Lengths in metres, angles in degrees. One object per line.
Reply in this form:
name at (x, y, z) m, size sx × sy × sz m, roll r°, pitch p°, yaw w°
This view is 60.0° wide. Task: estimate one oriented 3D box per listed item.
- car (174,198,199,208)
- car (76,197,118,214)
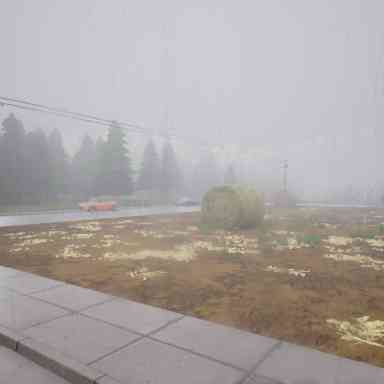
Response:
car at (-0.752, 1.552, 49.292) m, size 1.812 × 1.442 × 4.674 m, roll 0°, pitch 0°, yaw 37°
car at (-10.354, 1.378, 36.403) m, size 2.097 × 1.767 × 4.553 m, roll 0°, pitch 0°, yaw 37°
